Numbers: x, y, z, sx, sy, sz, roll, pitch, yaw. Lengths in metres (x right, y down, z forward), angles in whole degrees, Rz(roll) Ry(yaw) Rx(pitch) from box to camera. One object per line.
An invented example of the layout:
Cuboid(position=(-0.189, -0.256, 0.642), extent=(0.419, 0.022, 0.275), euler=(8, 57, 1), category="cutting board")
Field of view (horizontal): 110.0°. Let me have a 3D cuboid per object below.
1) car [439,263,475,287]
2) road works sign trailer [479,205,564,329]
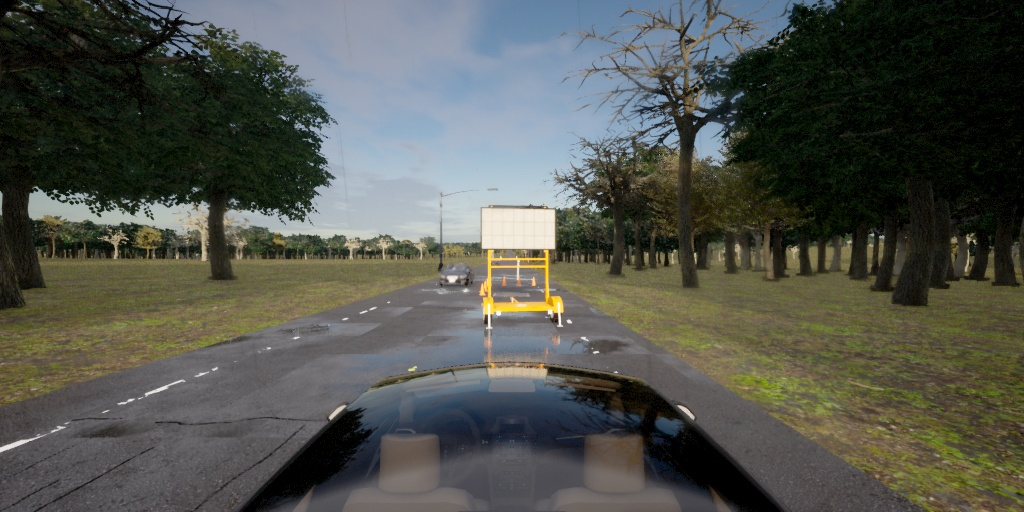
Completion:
Cuboid(position=(-3.635, 1.241, 24.211), extent=(2.128, 1.511, 4.902), euler=(0, 0, 0), category="car")
Cuboid(position=(0.180, 0.211, 11.369), extent=(2.380, 3.560, 2.880), euler=(0, 0, -8), category="road works sign trailer")
